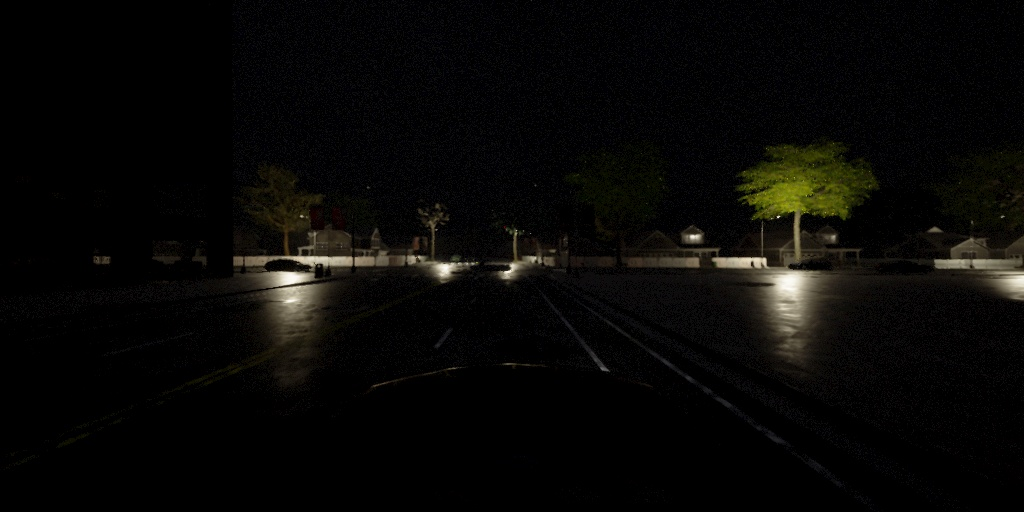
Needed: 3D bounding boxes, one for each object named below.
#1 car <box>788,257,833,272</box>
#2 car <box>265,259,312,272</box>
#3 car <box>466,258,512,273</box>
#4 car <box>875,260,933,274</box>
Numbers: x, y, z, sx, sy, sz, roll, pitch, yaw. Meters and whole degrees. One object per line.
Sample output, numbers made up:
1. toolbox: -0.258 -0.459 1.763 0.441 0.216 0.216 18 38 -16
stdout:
1. car: 38.088 1.048 45.842 4.553 1.767 2.097 0 0 2
2. car: -25.759 1.136 41.385 4.892 1.490 1.837 2 0 2
3. car: -2.387 1.231 40.615 4.718 1.301 1.895 0 0 2
4. car: 42.779 1.228 39.128 5.008 1.535 1.882 0 0 2
